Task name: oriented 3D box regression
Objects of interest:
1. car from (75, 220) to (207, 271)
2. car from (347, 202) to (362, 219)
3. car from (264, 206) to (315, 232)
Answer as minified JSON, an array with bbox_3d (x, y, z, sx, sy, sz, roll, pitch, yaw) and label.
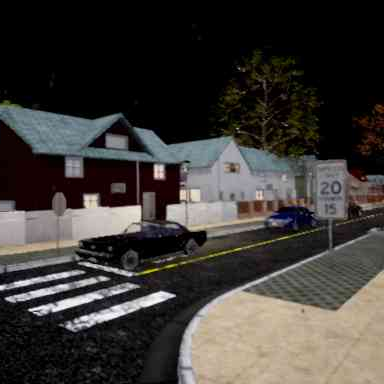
[{"bbox_3d":[-1.550,1.690,11.521,1.895,1.301,4.718,-1,0,38],"label":"car"},{"bbox_3d":[13.750,1.600,29.880,2.033,1.411,5.357,-1,0,40],"label":"car"},{"bbox_3d":[6.299,1.598,21.037,1.812,1.442,4.674,-1,-1,40],"label":"car"}]
